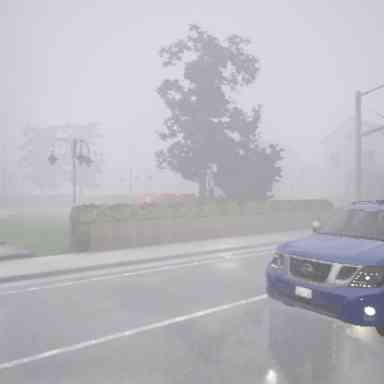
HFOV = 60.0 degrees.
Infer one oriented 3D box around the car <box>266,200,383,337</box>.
[{"bbox_3d":[4.011,1.214,6.835,5.566,2.045,2.150,0,0,-35],"label":"car"}]
